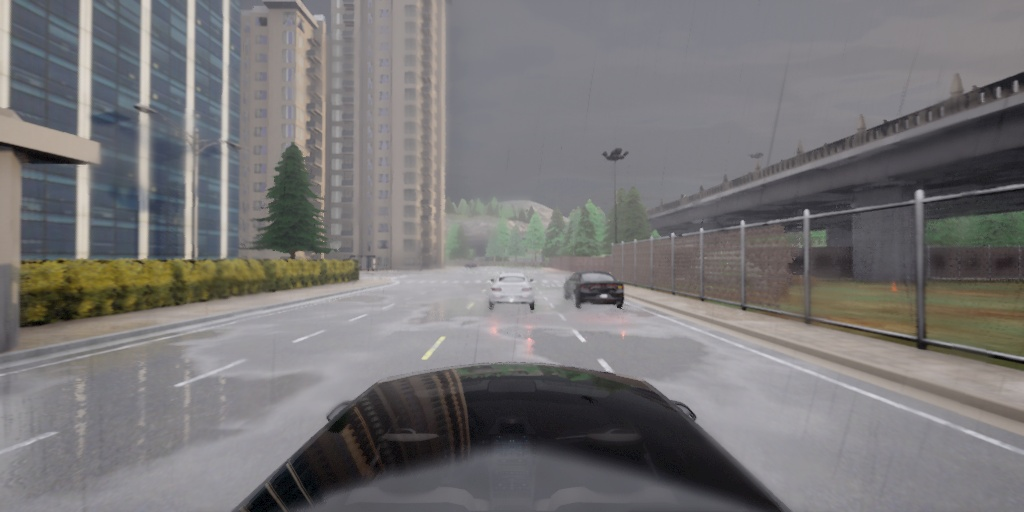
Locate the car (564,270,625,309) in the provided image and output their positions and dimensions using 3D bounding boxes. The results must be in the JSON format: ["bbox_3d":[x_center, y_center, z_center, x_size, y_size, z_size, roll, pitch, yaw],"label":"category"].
[{"bbox_3d":[3.514,1.384,16.062,1.882,1.535,5.008,0,0,0],"label":"car"}]

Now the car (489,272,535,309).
[{"bbox_3d":[0.010,1.428,15.733,1.812,1.442,4.674,0,0,0],"label":"car"}]
